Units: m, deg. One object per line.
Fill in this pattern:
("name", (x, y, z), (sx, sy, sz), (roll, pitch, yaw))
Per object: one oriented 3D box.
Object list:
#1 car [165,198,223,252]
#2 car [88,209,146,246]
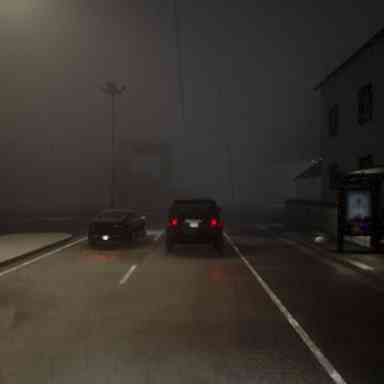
("car", (0.120, 1.257, 14.289), (2.150, 2.045, 5.566), (0, 0, 1))
("car", (-3.344, 1.544, 15.484), (1.837, 1.490, 4.892), (0, 0, 1))
